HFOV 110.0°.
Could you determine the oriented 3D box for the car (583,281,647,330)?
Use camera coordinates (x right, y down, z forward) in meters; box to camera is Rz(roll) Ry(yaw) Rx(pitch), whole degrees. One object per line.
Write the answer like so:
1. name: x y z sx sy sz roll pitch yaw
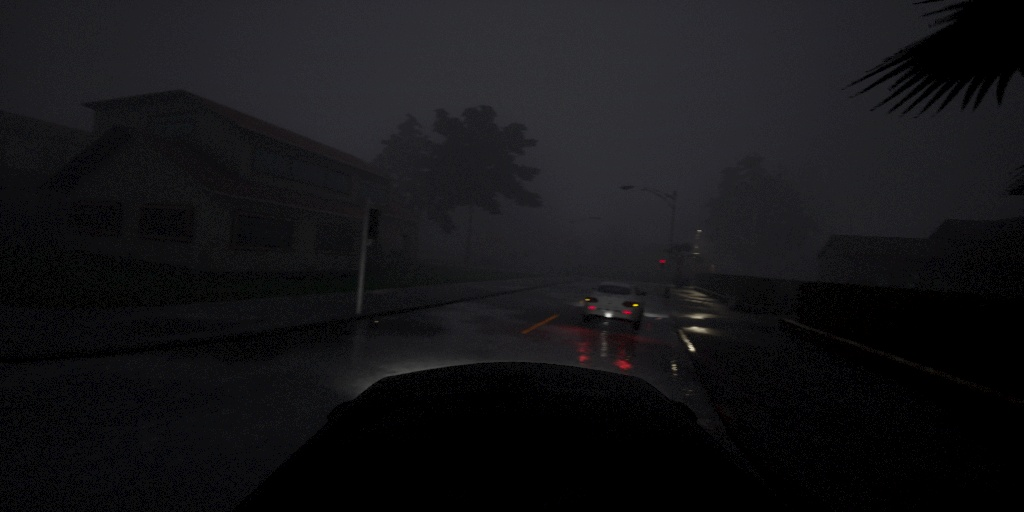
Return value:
1. car: 3.826 1.643 13.115 1.812 1.442 4.674 5 0 22
